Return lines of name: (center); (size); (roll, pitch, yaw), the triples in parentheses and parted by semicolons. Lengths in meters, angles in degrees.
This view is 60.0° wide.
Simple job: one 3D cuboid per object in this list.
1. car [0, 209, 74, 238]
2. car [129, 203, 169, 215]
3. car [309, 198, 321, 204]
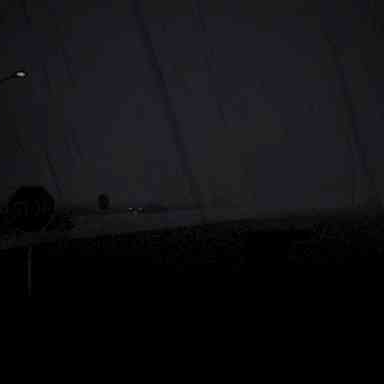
car: (-8.989, 1.615, 18.624); (2.128, 1.511, 4.902); (1, 0, 36)
car: (-4.674, 1.839, 36.537); (1.895, 1.301, 4.718); (1, 0, 36)
car: (32.446, 2.312, 87.857); (2.097, 1.767, 4.553); (1, 0, 36)
